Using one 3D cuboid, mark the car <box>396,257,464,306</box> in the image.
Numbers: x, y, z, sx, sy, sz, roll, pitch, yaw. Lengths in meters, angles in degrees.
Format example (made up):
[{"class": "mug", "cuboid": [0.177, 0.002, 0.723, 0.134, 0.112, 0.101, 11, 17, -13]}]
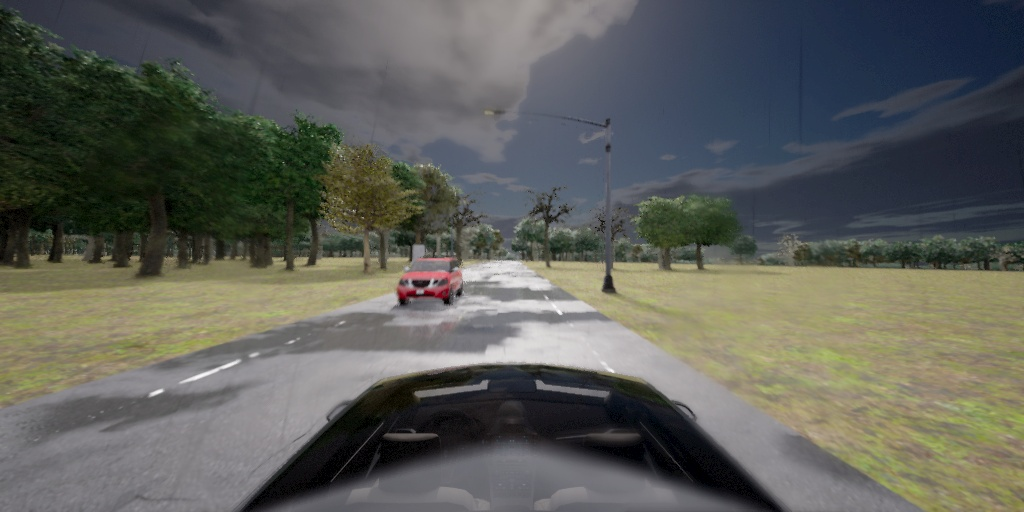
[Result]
[{"class": "car", "cuboid": [-3.594, 1.070, 16.778, 2.150, 2.045, 5.566, 0, -1, 0]}]
